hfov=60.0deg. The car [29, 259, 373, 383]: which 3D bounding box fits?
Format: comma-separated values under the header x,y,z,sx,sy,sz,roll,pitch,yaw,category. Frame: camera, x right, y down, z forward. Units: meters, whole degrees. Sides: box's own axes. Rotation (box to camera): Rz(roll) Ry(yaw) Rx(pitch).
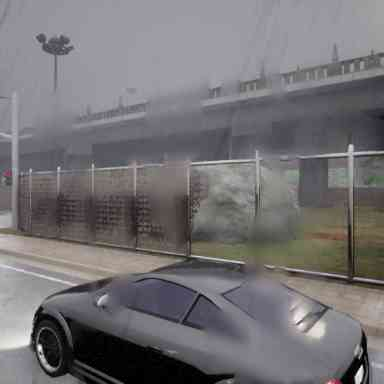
x,y,z,sx,sy,sz,roll,pitch,yaw,category
-0.155,1.564,4.101,4.181,1.385,1.994,0,0,36,car
